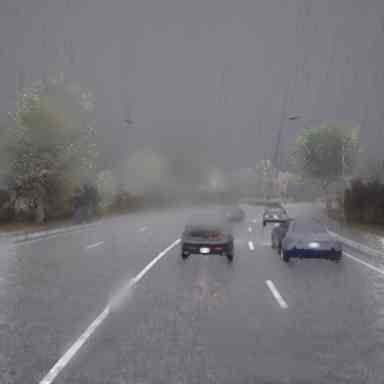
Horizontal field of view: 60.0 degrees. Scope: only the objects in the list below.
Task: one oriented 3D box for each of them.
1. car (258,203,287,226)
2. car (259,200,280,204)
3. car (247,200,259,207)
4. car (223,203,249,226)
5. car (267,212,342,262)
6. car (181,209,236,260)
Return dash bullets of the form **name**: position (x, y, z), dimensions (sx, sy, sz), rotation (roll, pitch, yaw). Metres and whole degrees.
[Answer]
- **car**: position (6.486, 1.824, 25.975), dimensions (2.033, 1.411, 5.357), rotation (0, -1, 14)
- **car**: position (15.500, 2.223, 64.650), dimensions (2.033, 1.411, 5.357), rotation (0, -1, 33)
- **car**: position (12.739, 2.284, 66.777), dimensions (1.895, 1.301, 4.718), rotation (0, -1, 32)
- **car**: position (3.339, 1.853, 27.710), dimensions (1.994, 1.385, 4.181), rotation (0, -1, 15)
- **car**: position (4.198, 1.700, 12.750), dimensions (1.994, 1.385, 4.181), rotation (0, 0, 7)
- **car**: position (0.724, 1.645, 13.171), dimensions (1.837, 1.490, 4.892), rotation (0, 0, 7)
